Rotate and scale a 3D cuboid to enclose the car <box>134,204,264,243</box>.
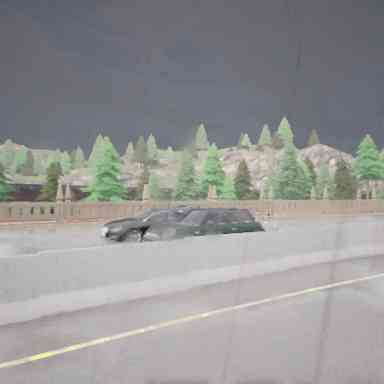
[{"bbox_3d":[0.498,1.362,12.304,4.553,1.767,2.097,0,0,-30],"label":"car"}]

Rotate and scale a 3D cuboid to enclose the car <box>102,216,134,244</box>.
[{"bbox_3d":[-1.577,1.504,15.151,4.902,1.511,2.128,0,0,-30],"label":"car"}]

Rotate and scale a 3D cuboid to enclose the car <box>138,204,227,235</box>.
[{"bbox_3d":[-0.525,1.514,19.780,4.902,1.511,2.128,0,0,-29],"label":"car"}]
